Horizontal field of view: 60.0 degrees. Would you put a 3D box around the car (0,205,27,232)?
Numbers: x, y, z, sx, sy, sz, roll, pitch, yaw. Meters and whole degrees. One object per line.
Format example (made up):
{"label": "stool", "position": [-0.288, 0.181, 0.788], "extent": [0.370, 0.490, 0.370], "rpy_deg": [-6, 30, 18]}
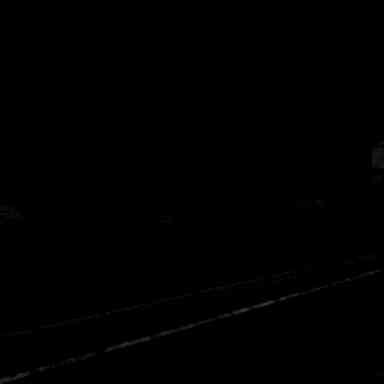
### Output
{"label": "car", "position": [-10.666, 1.482, 18.920], "extent": [2.002, 1.452, 4.674], "rpy_deg": [0, 0, -35]}

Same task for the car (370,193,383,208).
{"label": "car", "position": [23.908, 1.186, 43.478], "extent": [2.185, 1.767, 4.553], "rpy_deg": [0, 0, -35]}

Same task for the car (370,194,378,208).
{"label": "car", "position": [19.353, 1.339, 40.275], "extent": [2.002, 1.452, 4.674], "rpy_deg": [0, 0, -35]}

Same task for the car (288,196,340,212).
{"label": "car", "position": [12.549, 1.304, 35.425], "extent": [2.097, 1.535, 5.008], "rpy_deg": [0, 0, -35]}

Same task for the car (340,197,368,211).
{"label": "car", "position": [17.080, 1.297, 38.661], "extent": [2.097, 1.535, 5.008], "rpy_deg": [0, 0, -35]}
